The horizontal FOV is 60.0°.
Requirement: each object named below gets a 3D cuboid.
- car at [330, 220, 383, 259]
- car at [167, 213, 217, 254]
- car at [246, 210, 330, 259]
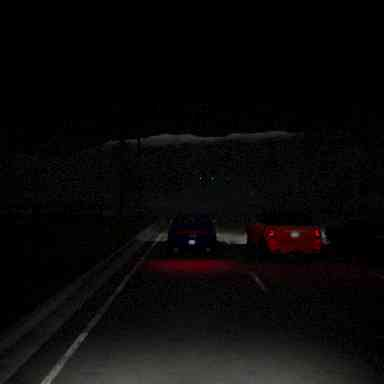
[{"bbox_3d":[7.008,1.746,13.240,1.895,1.301,4.718,0,-1,0],"label":"car"},{"bbox_3d":[0.017,1.633,14.237,1.882,1.535,5.008,0,0,0],"label":"car"},{"bbox_3d":[3.511,1.498,13.412,2.097,1.767,4.553,0,-1,0],"label":"car"}]
